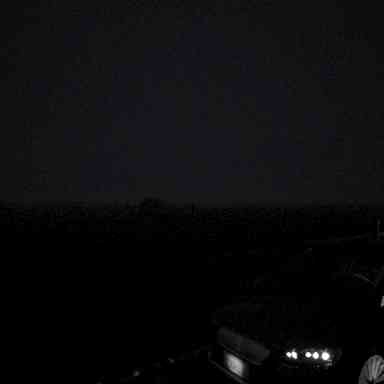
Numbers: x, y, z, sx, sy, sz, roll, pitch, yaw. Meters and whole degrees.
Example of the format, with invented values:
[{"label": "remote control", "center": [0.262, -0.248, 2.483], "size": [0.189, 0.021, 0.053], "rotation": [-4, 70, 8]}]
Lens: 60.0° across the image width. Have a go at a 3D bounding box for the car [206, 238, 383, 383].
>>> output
[{"label": "car", "center": [2.426, 1.501, 4.838], "size": [4.902, 1.511, 2.128], "rotation": [0, 0, -36]}]
